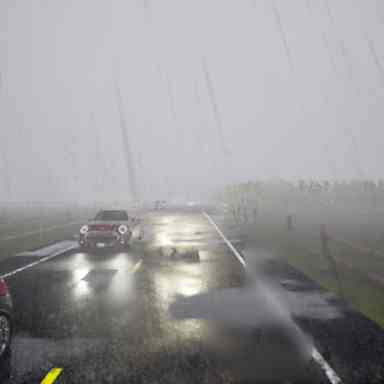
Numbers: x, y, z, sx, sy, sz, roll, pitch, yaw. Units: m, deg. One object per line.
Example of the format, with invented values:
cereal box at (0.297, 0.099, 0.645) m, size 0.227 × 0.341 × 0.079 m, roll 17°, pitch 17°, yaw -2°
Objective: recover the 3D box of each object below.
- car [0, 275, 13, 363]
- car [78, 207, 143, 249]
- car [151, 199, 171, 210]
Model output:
car at (-3.596, 1.392, 2.806) m, size 2.097 × 1.767 × 4.553 m, roll 0°, pitch -1°, yaw 1°
car at (-3.604, 1.539, 15.444) m, size 2.097 × 1.767 × 4.553 m, roll 0°, pitch -1°, yaw 0°
car at (-3.555, 1.582, 38.783) m, size 1.837 × 1.490 × 4.892 m, roll 0°, pitch -1°, yaw 0°
